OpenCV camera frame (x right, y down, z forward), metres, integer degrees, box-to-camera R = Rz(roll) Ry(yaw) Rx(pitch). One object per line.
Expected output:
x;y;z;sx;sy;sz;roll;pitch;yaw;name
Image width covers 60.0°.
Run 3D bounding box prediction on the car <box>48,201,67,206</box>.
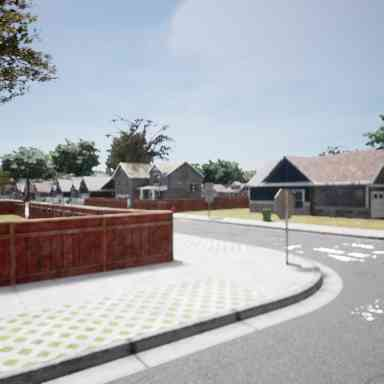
-19.039;1.930;46.551;1.895;1.301;4.718;0;0;-36;car
